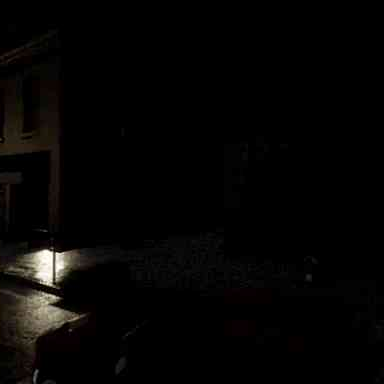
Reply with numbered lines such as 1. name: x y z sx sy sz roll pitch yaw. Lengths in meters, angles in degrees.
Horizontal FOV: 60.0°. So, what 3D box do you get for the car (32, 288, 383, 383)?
1. car: 0.443 1.542 2.762 4.507 1.381 1.887 0 0 36
